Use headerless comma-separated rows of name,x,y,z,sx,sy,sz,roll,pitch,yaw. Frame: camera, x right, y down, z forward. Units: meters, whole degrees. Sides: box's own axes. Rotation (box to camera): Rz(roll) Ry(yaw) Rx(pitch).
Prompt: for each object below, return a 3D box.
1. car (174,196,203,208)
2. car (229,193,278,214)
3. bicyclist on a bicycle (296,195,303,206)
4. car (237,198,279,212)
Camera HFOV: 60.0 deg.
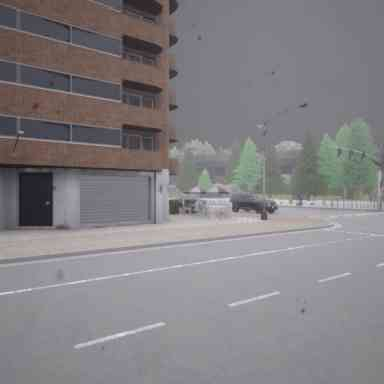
car,-0.039,1.508,43.428,1.994,1.385,4.181,0,0,-39
car,6.328,1.166,35.031,2.150,2.045,5.566,0,0,-38
bicyclist on a bicycle,15.345,1.245,47.341,1.656,1.620,0.582,0,0,-36
car,7.638,1.449,39.147,1.837,1.490,4.892,0,0,-37
